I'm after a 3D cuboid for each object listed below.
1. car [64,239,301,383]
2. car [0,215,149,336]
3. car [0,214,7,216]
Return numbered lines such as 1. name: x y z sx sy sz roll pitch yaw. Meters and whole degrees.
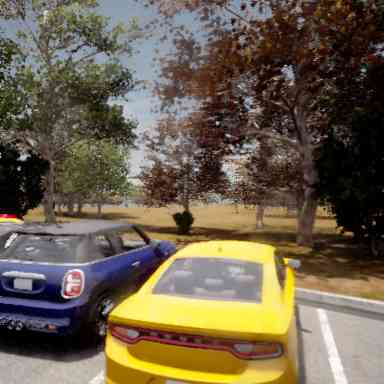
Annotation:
1. car: 0.583 1.491 5.084 2.097 1.535 5.008 0 -1 16
2. car: -1.821 1.369 6.806 2.185 1.767 4.553 0 -1 16
3. car: -6.642 1.496 10.174 1.946 1.575 5.366 0 -1 17
